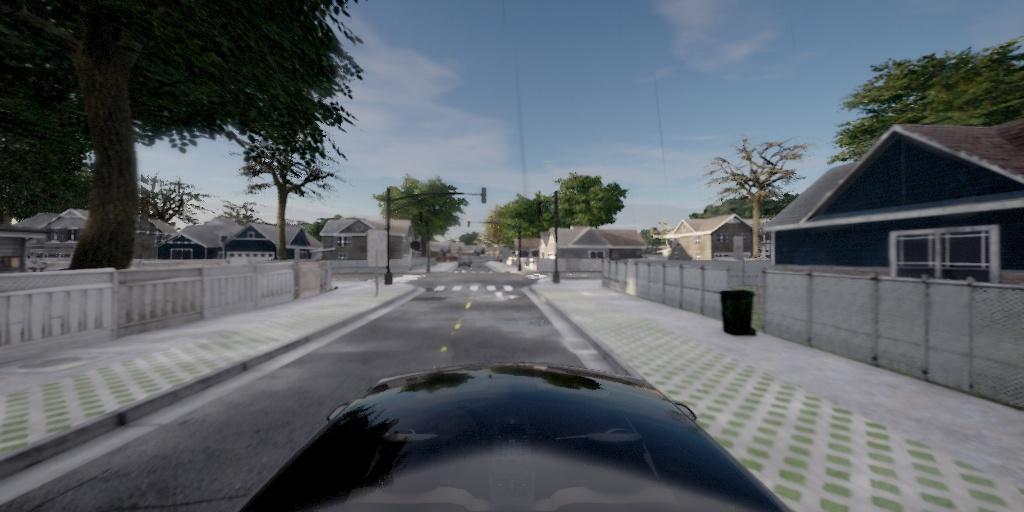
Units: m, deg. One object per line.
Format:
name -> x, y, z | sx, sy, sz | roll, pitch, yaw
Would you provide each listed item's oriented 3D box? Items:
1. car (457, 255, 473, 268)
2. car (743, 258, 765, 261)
car -> -7.788, 0.990, 59.284 | 2.150, 2.045, 5.566 | 0, 2, -7
car -> 24.526, 0.994, 36.706 | 5.008, 1.535, 1.882 | -1, 0, -5
